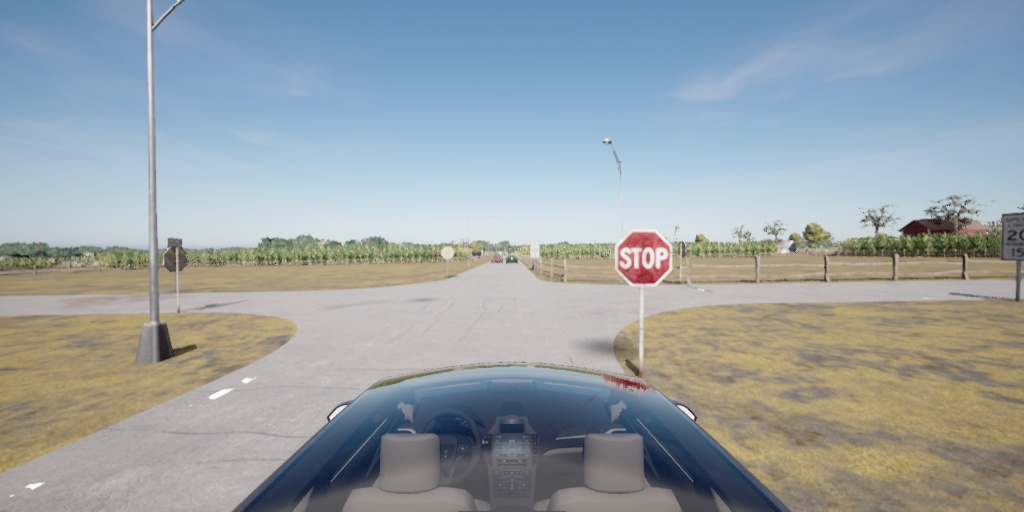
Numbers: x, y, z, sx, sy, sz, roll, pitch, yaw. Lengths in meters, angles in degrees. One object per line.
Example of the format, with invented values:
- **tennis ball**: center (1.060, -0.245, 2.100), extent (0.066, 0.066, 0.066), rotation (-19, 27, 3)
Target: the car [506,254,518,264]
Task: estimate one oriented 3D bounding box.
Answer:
- **car**: center (0.002, 0.439, 61.886), extent (2.097, 1.767, 4.553), rotation (0, 0, 0)
